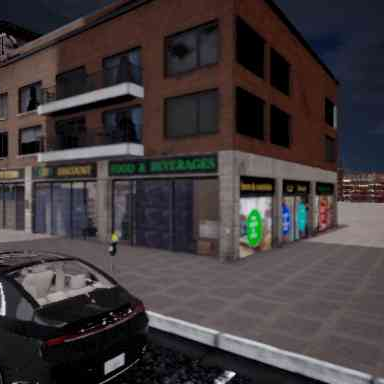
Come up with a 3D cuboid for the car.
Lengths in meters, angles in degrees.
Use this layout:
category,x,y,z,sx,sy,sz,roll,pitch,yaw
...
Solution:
category,x,y,z,sx,sy,sz,roll,pitch,yaw
car,-2.579,1.531,4.715,4.403,1.369,2.008,0,0,35
